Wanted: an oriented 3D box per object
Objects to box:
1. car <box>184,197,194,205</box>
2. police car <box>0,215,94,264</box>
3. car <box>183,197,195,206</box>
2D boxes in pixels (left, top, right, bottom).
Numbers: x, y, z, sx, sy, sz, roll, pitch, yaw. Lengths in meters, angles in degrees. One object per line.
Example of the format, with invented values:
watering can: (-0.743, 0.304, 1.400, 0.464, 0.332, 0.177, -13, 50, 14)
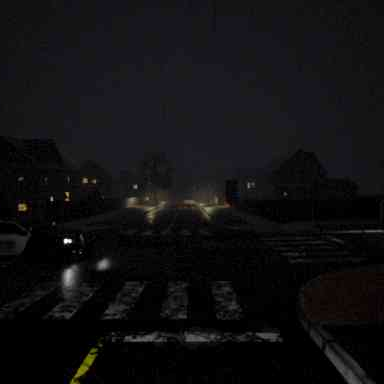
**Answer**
car: (-0.686, 1.748, 66.862, 1.882, 1.535, 5.008, 0, -1, -2)
police car: (-6.069, 1.610, 11.546, 4.974, 1.542, 2.038, -1, 1, 0)
car: (-0.529, 1.713, 56.834, 1.812, 1.442, 4.674, 0, 0, -1)
